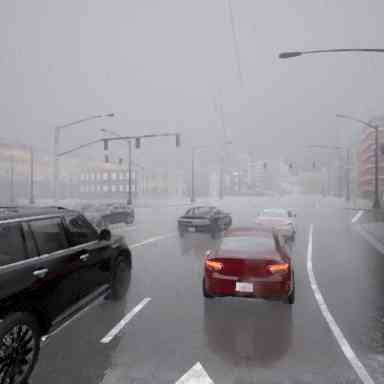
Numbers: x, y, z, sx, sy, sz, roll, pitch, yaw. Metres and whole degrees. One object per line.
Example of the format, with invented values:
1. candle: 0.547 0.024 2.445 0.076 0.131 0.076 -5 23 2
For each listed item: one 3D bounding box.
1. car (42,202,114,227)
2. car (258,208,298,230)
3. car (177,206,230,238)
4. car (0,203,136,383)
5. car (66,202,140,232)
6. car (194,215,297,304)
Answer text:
1. car: -8.068 1.547 24.191 2.033 1.411 5.357 0 0 20
2. car: 4.203 1.526 16.582 1.812 1.442 4.674 0 0 20
3. car: 0.797 1.491 17.316 2.128 1.511 4.902 0 0 19
4. car: -2.745 1.224 5.298 2.150 2.045 5.566 0 0 8
5. car: -5.448 1.493 21.228 2.128 1.511 4.902 0 0 21
6. car: 1.458 1.526 8.150 1.812 1.442 4.674 0 0 13
